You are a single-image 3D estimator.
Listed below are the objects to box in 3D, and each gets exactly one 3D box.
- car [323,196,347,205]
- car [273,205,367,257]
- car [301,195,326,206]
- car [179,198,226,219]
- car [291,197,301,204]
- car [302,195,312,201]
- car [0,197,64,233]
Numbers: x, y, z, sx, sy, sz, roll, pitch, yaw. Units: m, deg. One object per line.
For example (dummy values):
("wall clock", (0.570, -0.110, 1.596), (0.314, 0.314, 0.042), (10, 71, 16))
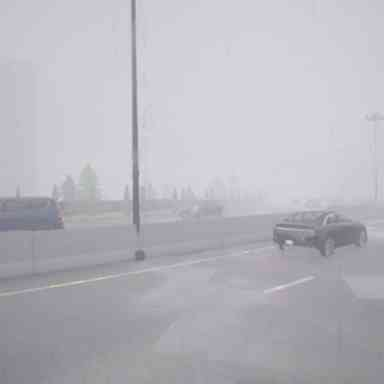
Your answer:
("car", (17.478, 1.504, 39.834), (2.033, 1.411, 5.357), (-1, 0, 30))
("car", (5.061, 1.467, 12.849), (4.902, 1.511, 2.128), (0, 0, -43))
("car", (16.904, 1.476, 46.261), (2.128, 1.511, 4.902), (0, 0, 26))
("car", (0.942, 1.376, 28.863), (2.097, 1.767, 4.553), (-1, 0, 41))
("car", (19.588, 1.585, 62.540), (2.033, 1.411, 5.357), (-1, 0, 17))
("car", (29.401, 1.574, 85.122), (1.994, 1.385, 4.181), (-1, 0, 15))
("car", (-8.754, 1.263, 15.077), (5.566, 2.045, 2.150), (0, 0, -38))
